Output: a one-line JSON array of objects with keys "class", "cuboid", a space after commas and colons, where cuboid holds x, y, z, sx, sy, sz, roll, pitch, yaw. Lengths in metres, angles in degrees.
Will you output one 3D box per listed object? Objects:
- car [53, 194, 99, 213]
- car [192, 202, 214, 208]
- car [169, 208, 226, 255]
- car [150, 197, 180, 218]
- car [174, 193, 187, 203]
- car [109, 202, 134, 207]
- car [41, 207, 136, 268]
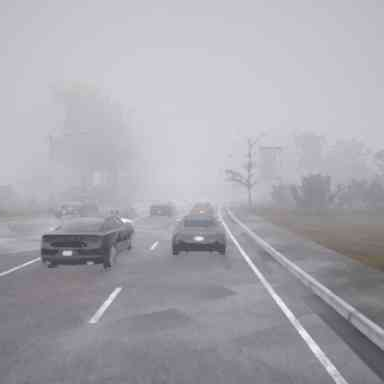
[{"class": "car", "cuboid": [-9.819, 1.220, 28.681, 2.150, 2.045, 5.566, 0, 0, 3]}, {"class": "car", "cuboid": [0.904, 1.565, 28.744, 1.994, 1.385, 4.181, 0, 0, 3]}, {"class": "car", "cuboid": [0.290, 1.564, 13.375, 1.994, 1.385, 4.181, 0, 0, 1]}, {"class": "car", "cuboid": [-2.535, 1.477, 29.951, 1.882, 1.535, 5.008, 0, 0, 3]}, {"class": "car", "cuboid": [-2.330, 1.223, 69.520, 2.150, 2.045, 5.566, 0, 0, 8]}, {"class": "car", "cuboid": [-6.266, 1.561, 29.304, 1.994, 1.385, 4.181, 0, 0, 3]}, {"class": "car", "cuboid": [-3.261, 1.476, 11.323, 1.882, 1.535, 5.008, 0, 0, 1]}]
